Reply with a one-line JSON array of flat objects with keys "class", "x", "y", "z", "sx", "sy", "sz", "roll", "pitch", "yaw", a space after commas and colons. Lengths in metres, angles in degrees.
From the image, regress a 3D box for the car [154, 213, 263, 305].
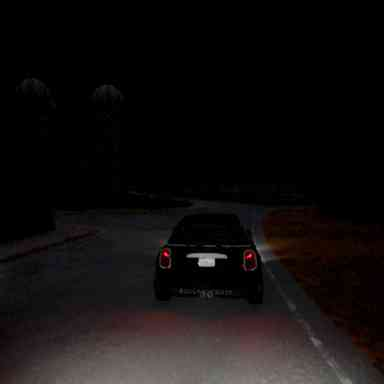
[{"class": "car", "x": 0.511, "y": 1.301, "z": 8.222, "sx": 2.097, "sy": 1.767, "sz": 4.553, "roll": 0, "pitch": 0, "yaw": 6}]
